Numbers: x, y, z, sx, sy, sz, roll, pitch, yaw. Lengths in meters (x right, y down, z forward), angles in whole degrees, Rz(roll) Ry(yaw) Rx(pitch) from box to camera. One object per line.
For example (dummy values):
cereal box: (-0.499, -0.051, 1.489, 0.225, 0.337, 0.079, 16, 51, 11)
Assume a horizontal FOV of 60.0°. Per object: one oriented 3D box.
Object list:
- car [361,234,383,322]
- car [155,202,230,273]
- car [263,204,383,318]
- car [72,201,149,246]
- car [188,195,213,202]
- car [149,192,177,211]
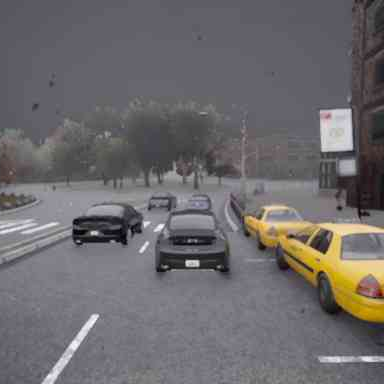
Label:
car: (3.244, 1.428, 1.652, 1.946, 1.575, 5.366, 0, 1, -1)
car: (0.016, 1.267, 9.789, 1.837, 1.490, 4.892, 0, 2, 0)
car: (3.188, 1.295, 7.175, 1.946, 1.575, 5.366, 0, 1, -1)
car: (-3.196, 1.153, 13.499, 1.882, 1.535, 5.008, 0, 1, 1)
car: (0.628, 0.906, 26.079, 2.033, 1.411, 5.357, 0, 2, 5)
car: (-2.399, 0.766, 28.135, 2.128, 1.511, 4.902, 0, 2, 6)
